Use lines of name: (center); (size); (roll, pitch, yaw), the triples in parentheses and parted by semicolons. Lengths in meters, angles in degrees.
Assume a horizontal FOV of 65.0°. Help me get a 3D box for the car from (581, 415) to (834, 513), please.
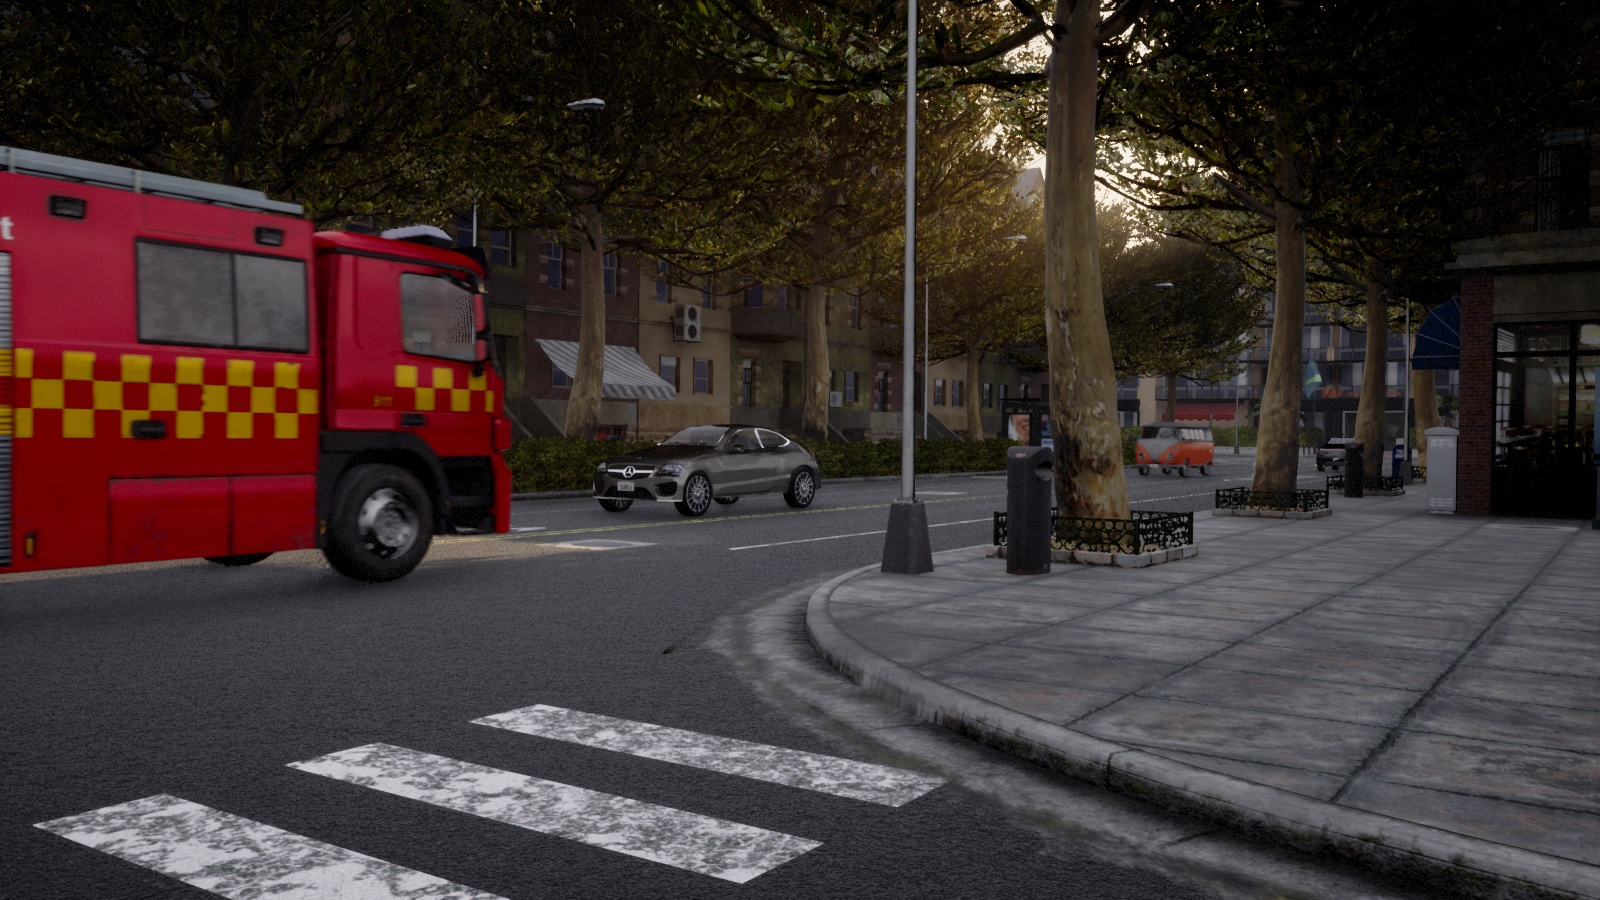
car: (-1.618, 0.197, 24.012); (2.152, 1.651, 5.027); (0, 1, 35)

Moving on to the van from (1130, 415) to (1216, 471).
van: (13.883, -0.278, 46.613); (1.775, 1.987, 4.442); (0, 1, 34)

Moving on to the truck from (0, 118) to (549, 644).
truck: (-6.335, -0.526, 10.948); (2.891, 3.827, 8.468); (0, 1, 34)

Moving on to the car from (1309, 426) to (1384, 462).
car: (24.162, -0.288, 55.410); (2.128, 1.511, 4.902); (0, 1, 34)
